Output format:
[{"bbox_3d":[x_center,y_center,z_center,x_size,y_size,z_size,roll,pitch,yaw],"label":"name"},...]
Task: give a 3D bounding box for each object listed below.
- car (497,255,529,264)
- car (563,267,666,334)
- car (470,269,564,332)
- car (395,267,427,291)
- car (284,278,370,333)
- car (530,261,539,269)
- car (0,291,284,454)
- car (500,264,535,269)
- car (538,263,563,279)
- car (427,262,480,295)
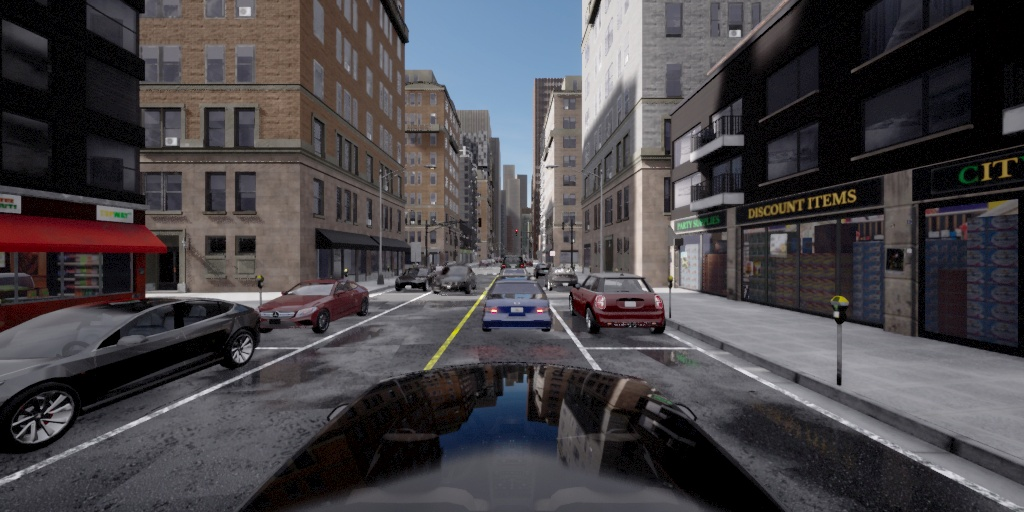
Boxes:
[{"bbox_3d":[0.075,0.974,31.380,2.150,2.045,5.566,0,0,-1],"label":"car"},{"bbox_3d":[2.874,1.189,10.628,1.967,1.591,4.097,0,0,0],"label":"car"},{"bbox_3d":[0.120,1.297,10.843,2.033,1.411,5.357,0,0,0],"label":"car"},{"bbox_3d":[-5.626,1.317,21.651,1.948,1.339,4.313,0,0,0],"label":"car"},{"bbox_3d":[-5.652,1.332,10.648,1.802,1.307,4.207,0,0,0],"label":"car"},{"bbox_3d":[2.926,1.319,32.633,1.948,1.339,4.313,0,0,0],"label":"car"},{"bbox_3d":[-5.665,1.315,5.147,1.948,1.339,4.313,0,0,0],"label":"car"},{"bbox_3d":[0.142,1.352,21.349,1.895,1.301,4.718,0,0,0],"label":"car"},{"bbox_3d":[2.899,1.301,21.631,2.007,1.370,4.403,0,0,0],"label":"car"},{"bbox_3d":[-3.051,1.256,19.813,1.837,1.490,4.892,0,0,0],"label":"car"}]
